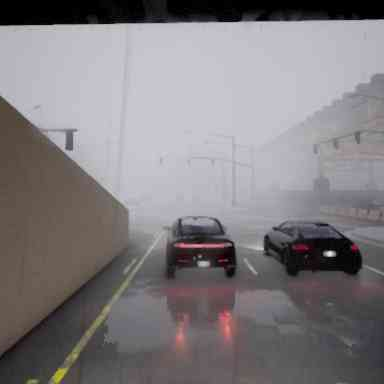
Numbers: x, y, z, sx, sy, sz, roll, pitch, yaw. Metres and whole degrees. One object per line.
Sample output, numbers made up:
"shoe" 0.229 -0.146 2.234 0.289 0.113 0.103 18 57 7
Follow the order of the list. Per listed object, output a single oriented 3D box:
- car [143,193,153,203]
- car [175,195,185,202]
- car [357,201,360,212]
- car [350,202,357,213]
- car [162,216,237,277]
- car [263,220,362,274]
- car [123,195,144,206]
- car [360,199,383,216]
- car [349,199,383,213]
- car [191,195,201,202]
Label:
"car" -9.657 1.278 71.838 2.150 2.045 5.566 0 0 1
"car" -2.651 1.408 71.981 2.033 1.411 5.357 0 0 1
"car" 17.441 1.473 28.743 2.038 1.542 4.974 0 0 -35
"car" 17.546 1.477 33.350 4.974 1.542 2.038 0 0 -45
"car" 0.136 1.499 10.311 2.128 1.511 4.902 0 0 -4
"car" 3.574 1.572 10.596 1.994 1.385 4.181 0 0 0
"car" -10.109 1.589 56.166 2.033 1.411 5.357 0 0 2
"car" 17.471 1.316 28.701 1.853 1.218 4.536 0 0 -35
"car" 17.583 1.319 33.387 4.536 1.218 1.853 0 0 -45
"car" 0.848 1.407 71.893 2.033 1.411 5.357 0 0 1
